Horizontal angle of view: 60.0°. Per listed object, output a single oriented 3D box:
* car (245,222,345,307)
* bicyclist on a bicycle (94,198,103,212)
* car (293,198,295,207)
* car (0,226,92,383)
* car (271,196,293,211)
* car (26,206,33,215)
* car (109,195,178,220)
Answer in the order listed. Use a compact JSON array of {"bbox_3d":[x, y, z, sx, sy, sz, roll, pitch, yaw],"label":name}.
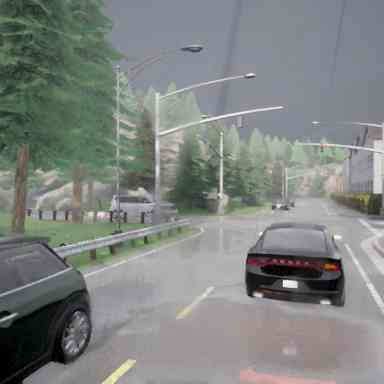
[{"bbox_3d":[2.603,1.478,8.205,1.882,1.535,5.008,0,0,20],"label":"car"},{"bbox_3d":[-10.275,1.416,36.595,0.582,1.620,1.656,-2,5,20],"label":"bicyclist on a bicycle"},{"bbox_3d":[14.521,1.351,50.721,2.097,1.767,4.553,0,0,21],"label":"car"},{"bbox_3d":[-3.005,1.352,3.182,2.097,1.767,4.553,0,0,18],"label":"car"},{"bbox_3d":[11.087,1.491,41.551,2.128,1.511,4.902,0,0,20],"label":"car"},{"bbox_3d":[-17.234,1.579,31.606,4.181,1.385,1.994,0,0,20],"label":"car"},{"bbox_3d":[-3.958,1.236,26.783,5.566,2.045,2.150,0,0,20],"label":"car"}]
